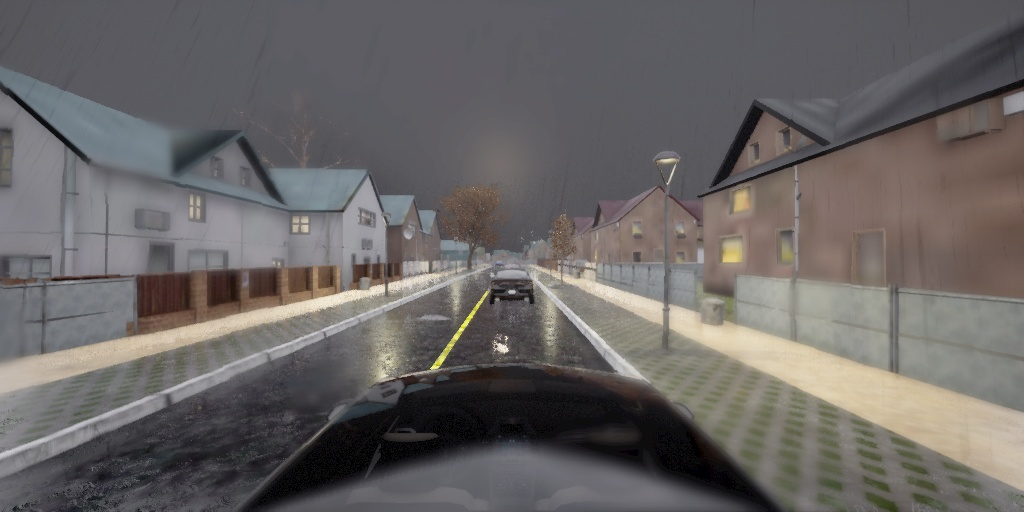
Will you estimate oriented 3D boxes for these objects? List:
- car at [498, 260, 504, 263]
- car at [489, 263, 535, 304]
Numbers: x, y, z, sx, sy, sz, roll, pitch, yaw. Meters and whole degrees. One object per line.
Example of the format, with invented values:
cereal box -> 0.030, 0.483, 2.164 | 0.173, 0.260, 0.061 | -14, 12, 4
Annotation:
car -> 0.000, 1.308, 31.501 | 1.882, 1.535, 5.008 | 0, 0, 0
car -> 0.000, 1.258, 16.498 | 1.882, 1.535, 5.008 | 0, 0, 0
